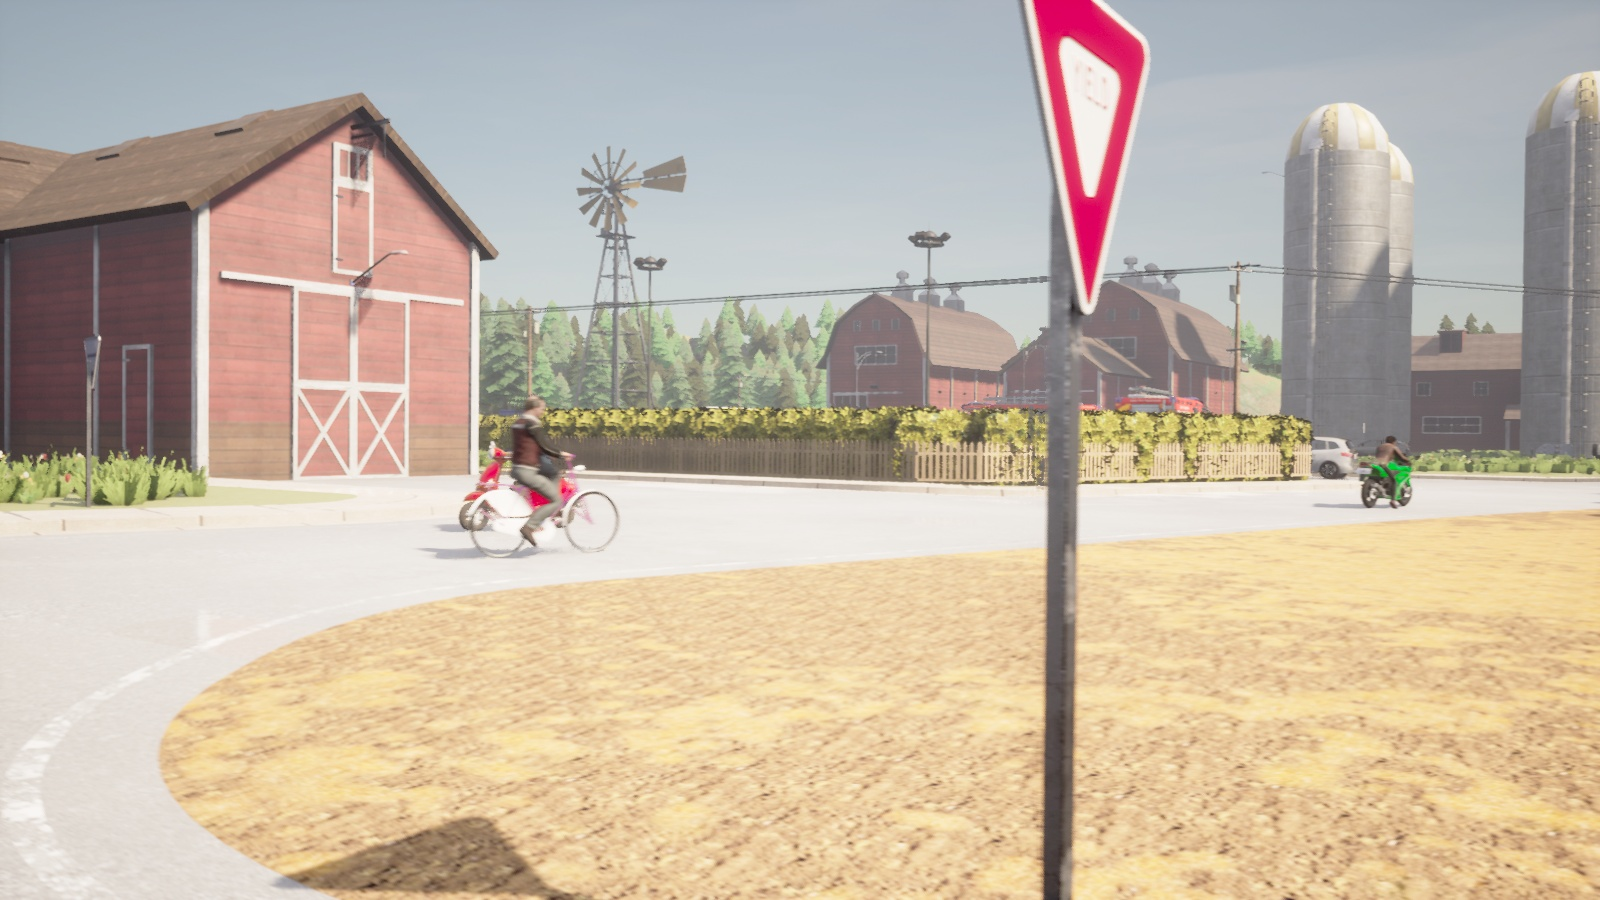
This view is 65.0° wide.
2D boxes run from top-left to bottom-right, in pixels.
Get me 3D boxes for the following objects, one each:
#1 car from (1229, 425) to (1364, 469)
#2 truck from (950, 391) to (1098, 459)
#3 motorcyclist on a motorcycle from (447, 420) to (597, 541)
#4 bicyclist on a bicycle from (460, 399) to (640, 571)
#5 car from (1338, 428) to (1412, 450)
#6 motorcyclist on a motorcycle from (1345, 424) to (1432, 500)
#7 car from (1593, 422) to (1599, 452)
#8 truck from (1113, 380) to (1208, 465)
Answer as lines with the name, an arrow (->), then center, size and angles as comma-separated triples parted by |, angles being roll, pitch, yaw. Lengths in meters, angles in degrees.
car -> 19.621, -0.152, 49.687 | 4.611, 1.667, 2.242 | 0, 1, 33
truck -> 13.200, -1.466, 74.617 | 8.468, 3.827, 2.891 | 0, 1, 44
motorcyclist on a motorcycle -> -3.843, 0.392, 17.408 | 1.817, 1.590, 0.866 | -1, 1, -39
bicyclist on a bicycle -> -2.725, 0.346, 13.826 | 1.843, 1.776, 0.659 | -1, 1, -40
car -> 40.353, -0.768, 88.171 | 4.514, 1.525, 2.007 | 0, 1, 33
motorcyclist on a motorcycle -> 12.322, 0.228, 26.274 | 2.044, 1.523, 0.797 | -1, 1, -37
car -> 51.374, -0.828, 77.005 | 4.605, 1.855, 1.932 | 0, 1, 33
truck -> 17.508, -1.300, 60.545 | 2.891, 3.827, 8.468 | 0, 1, 27
